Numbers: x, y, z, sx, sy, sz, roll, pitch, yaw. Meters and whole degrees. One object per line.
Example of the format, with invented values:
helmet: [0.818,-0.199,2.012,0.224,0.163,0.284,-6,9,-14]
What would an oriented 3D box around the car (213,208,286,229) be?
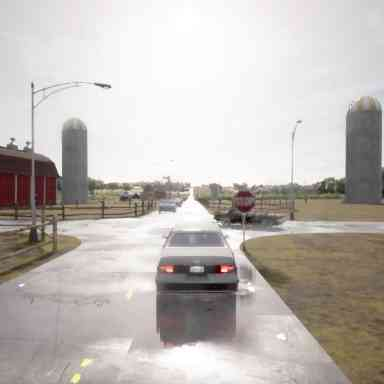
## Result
car: [3.901,1.690,22.672,4.718,1.301,1.895,1,1,29]

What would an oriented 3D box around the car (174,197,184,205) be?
car: [-2.740,1.941,71.467,2.128,1.511,4.902,0,-1,0]

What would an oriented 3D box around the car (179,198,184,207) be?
car: [-2.809,1.782,56.273,2.128,1.511,4.902,0,-1,0]

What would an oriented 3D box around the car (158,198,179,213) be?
car: [-2.844,1.637,39.158,1.882,1.535,5.008,0,0,0]

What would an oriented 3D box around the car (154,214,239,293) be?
car: [0.102,1.554,8.977,2.033,1.411,5.357,0,0,0]
